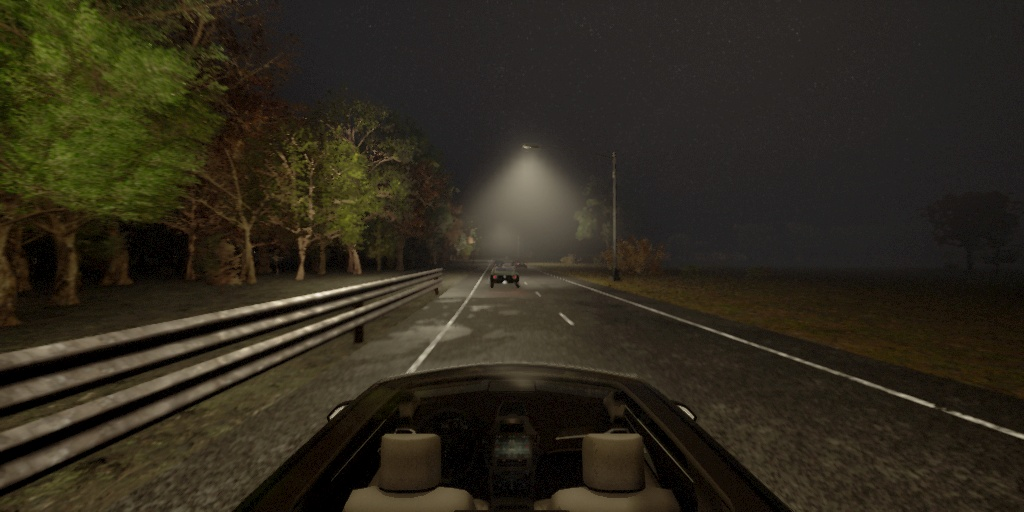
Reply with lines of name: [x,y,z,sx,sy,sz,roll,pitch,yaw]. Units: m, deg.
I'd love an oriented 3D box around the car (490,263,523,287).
car: [-0.546,1.353,24.439,1.895,1.301,4.718,0,0,-3]

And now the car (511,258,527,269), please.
car: [1.372,1.277,56.141,2.033,1.411,5.357,0,0,-3]

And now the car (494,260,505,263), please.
car: [-1.778,1.294,50.803,2.033,1.411,5.357,0,0,-3]
